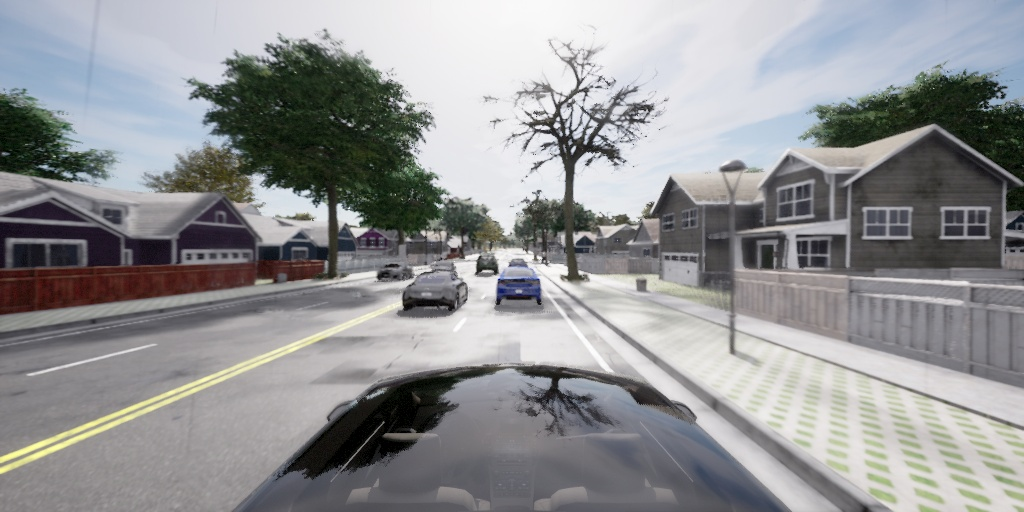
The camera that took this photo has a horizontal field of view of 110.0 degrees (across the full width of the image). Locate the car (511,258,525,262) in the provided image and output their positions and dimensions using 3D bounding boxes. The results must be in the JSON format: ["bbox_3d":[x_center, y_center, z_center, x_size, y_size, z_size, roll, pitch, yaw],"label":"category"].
[{"bbox_3d":[0.629,0.980,37.936,2.097,1.767,4.553,0,1,1],"label":"car"}]

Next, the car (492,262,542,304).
[{"bbox_3d":[0.303,1.225,16.332,1.882,1.535,5.008,0,0,1],"label":"car"}]

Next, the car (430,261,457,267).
[{"bbox_3d":[-6.148,1.179,32.446,1.837,1.490,4.892,0,0,1],"label":"car"}]

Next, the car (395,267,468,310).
[{"bbox_3d":[-2.972,1.312,14.596,1.994,1.385,4.181,0,0,1],"label":"car"}]

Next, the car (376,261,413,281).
[{"bbox_3d":[-9.449,1.201,29.295,1.837,1.490,4.892,0,0,1],"label":"car"}]

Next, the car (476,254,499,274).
[{"bbox_3d":[-2.610,0.840,38.633,2.150,2.045,5.566,0,0,1],"label":"car"}]
